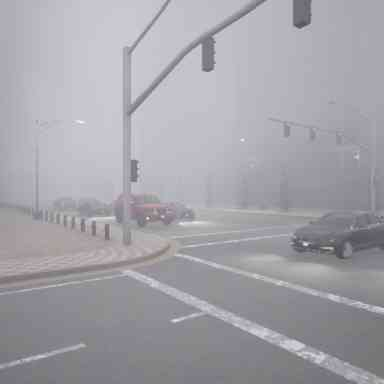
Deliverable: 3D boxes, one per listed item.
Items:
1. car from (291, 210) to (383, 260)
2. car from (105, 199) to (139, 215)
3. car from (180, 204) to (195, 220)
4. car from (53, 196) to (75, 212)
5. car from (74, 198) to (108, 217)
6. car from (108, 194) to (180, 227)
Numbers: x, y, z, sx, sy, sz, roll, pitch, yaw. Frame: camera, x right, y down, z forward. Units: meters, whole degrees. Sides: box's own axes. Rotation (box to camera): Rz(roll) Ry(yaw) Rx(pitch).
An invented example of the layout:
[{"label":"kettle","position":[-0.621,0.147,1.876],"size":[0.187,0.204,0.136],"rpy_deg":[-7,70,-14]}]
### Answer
[{"label":"car","position":[5.715,1.478,12.366],"size":[4.892,1.490,1.837],"rpy_deg":[0,0,-35]},{"label":"car","position":[-7.279,1.508,34.229],"size":[1.994,1.385,4.181],"rpy_deg":[0,0,-35]},{"label":"car","position":[-1.540,1.508,26.119],"size":[1.994,1.385,4.181],"rpy_deg":[0,0,-36]},{"label":"car","position":[-14.672,1.298,38.703],"size":[2.097,1.767,4.553],"rpy_deg":[0,0,-35]},{"label":"car","position":[-8.931,1.508,30.485],"size":[1.994,1.385,4.181],"rpy_deg":[0,0,-35]},{"label":"car","position":[-3.432,1.166,22.742],"size":[2.150,2.045,5.566],"rpy_deg":[0,0,-36]}]
